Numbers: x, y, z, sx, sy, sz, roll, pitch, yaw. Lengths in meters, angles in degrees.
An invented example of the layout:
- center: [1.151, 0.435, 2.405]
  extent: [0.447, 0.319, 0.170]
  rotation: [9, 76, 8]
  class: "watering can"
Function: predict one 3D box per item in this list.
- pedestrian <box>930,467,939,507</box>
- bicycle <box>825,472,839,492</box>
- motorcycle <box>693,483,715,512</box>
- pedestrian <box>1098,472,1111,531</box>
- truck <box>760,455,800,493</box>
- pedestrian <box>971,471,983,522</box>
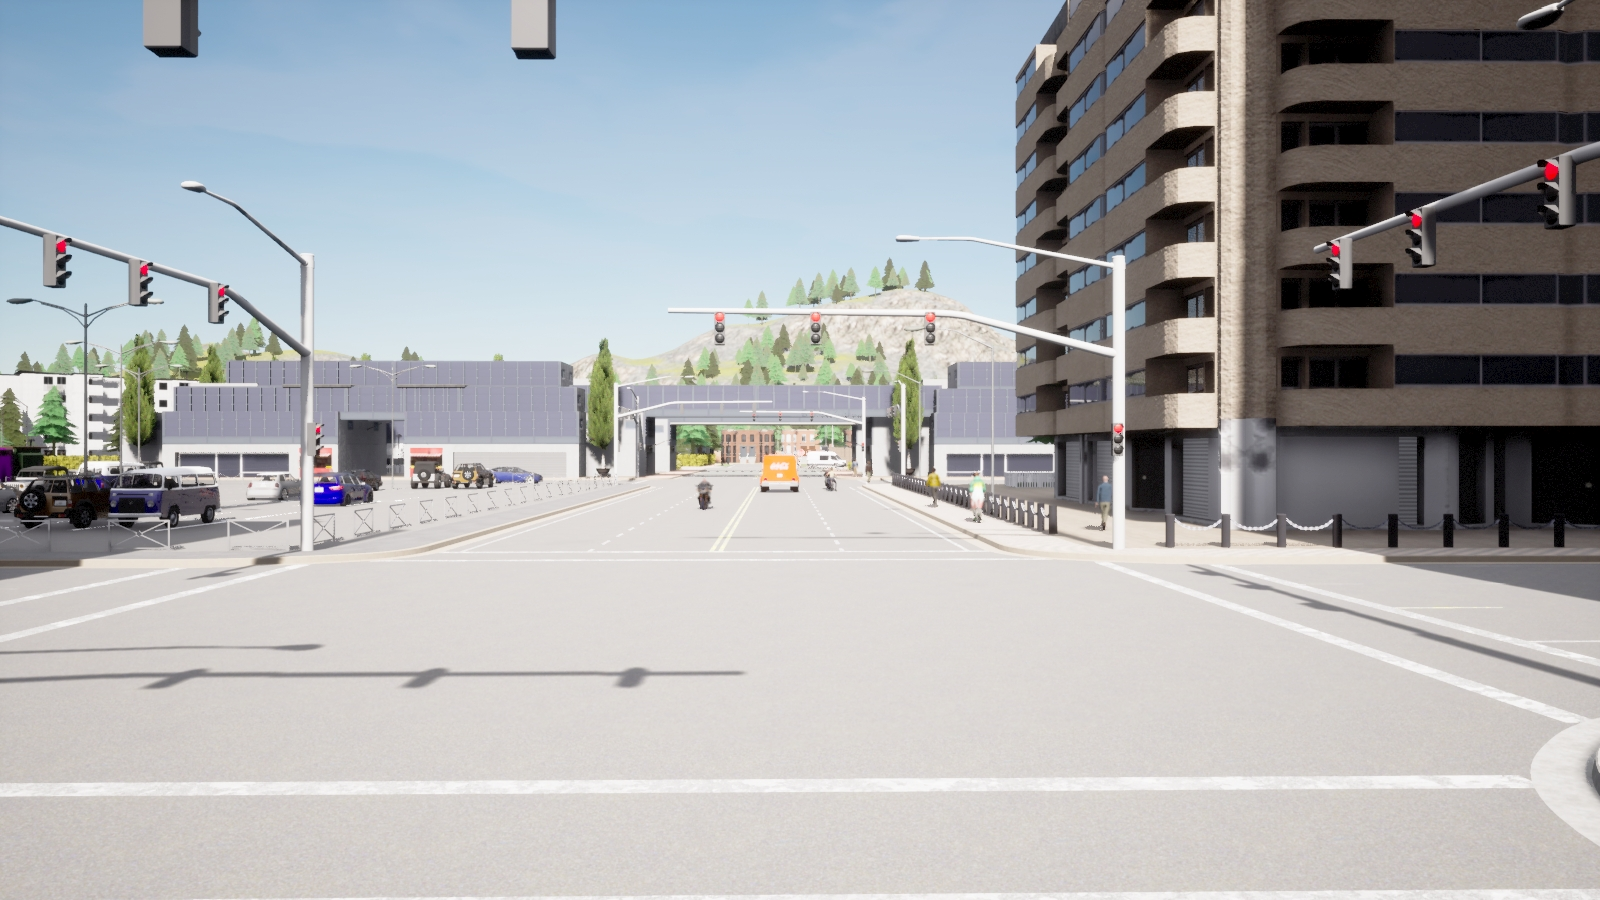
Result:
- center: [6.210, 1.695, 52.672]
  extent: [0.375, 1.860, 0.375]
  rotation: [0, 0, -2]
  class: "pedestrian"
- center: [2.134, 2.158, 77.288]
  extent: [0.859, 1.276, 1.487]
  rotation: [0, 0, -1]
  class: "bicycle"
- center: [-4.453, 2.205, 53.328]
  extent: [0.867, 1.251, 2.209]
  rotation: [0, 0, -1]
  class: "motorcycle"
- center: [9.797, 1.648, 36.805]
  extent: [0.375, 1.860, 0.375]
  rotation: [0, 0, 19]
  class: "pedestrian"
- center: [-1.366, 1.564, 77.071]
  extent: [2.627, 2.467, 5.204]
  rotation: [0, 0, -1]
  class: "truck"
- center: [6.462, 1.695, 41.673]
  extent: [0.375, 1.860, 0.375]
  rotation: [0, 0, -3]
  class: "pedestrian"
